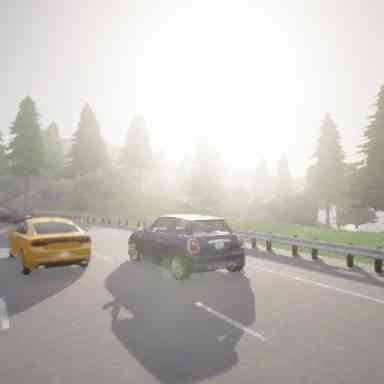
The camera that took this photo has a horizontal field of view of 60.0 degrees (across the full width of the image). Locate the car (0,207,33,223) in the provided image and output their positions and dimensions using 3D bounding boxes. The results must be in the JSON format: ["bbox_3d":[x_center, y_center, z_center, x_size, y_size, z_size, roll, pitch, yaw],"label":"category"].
[{"bbox_3d":[-14.122,1.881,27.130,4.181,1.385,1.994,-1,-1,43],"label":"car"}]

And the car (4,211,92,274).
[{"bbox_3d":[-4.958,1.613,11.300,1.882,1.535,5.008,1,-1,-35],"label":"car"}]

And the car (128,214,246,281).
[{"bbox_3d":[-0.385,1.491,10.724,2.097,1.767,4.553,1,-1,-32],"label":"car"}]
